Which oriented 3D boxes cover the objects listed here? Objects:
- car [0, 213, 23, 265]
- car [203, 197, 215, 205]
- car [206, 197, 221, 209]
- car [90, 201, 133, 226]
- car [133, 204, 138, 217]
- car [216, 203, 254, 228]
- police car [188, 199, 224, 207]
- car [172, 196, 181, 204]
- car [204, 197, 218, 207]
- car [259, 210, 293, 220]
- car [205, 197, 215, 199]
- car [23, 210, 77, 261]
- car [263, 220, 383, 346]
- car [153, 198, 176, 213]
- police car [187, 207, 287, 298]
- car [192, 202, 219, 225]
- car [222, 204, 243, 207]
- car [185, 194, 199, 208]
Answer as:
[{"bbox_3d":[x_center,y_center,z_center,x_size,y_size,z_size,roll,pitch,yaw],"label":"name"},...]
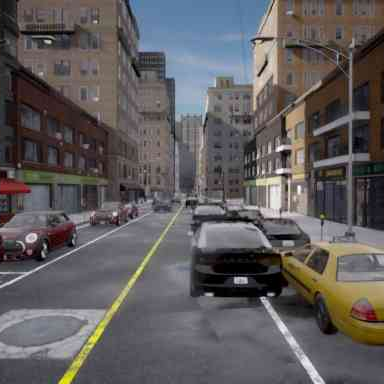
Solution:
[{"bbox_3d":[-5.680,1.313,6.360,2.192,1.841,5.009,-1,0,0],"label":"car"},{"bbox_3d":[2.866,1.544,56.633,1.802,1.307,4.206,-1,0,0],"label":"car"},{"bbox_3d":[2.864,1.499,45.631,1.752,1.417,4.829,-1,0,0],"label":"car"},{"bbox_3d":[-5.679,1.431,23.117,1.967,1.590,4.097,-1,0,0],"label":"car"},{"bbox_3d":[-5.678,1.570,28.703,1.802,1.307,4.206,-1,0,0],"label":"car"},{"bbox_3d":[2.860,1.542,23.118,2.008,1.369,4.403,-1,0,0],"label":"car"},{"bbox_3d":[0.898,1.418,18.698,1.930,1.638,5.238,0,0,0],"label":"police car"},{"bbox_3d":[-3.003,1.504,62.328,2.033,1.411,5.357,0,0,0],"label":"car"},{"bbox_3d":[2.865,1.534,51.047,1.947,1.339,4.313,-1,0,0],"label":"car"},{"bbox_3d":[2.857,1.562,11.946,1.947,1.339,4.313,-1,0,0],"label":"car"},{"bbox_3d":[2.863,1.530,39.875,2.008,1.369,4.403,-1,0,0],"label":"car"},{"bbox_3d":[-5.679,1.436,11.946,1.967,1.590,4.097,-1,0,0],"label":"car"},{"bbox_3d":[2.856,1.523,6.530,1.752,1.417,4.829,-1,0,0],"label":"car"},{"bbox_3d":[-3.099,1.583,36.328,1.895,1.301,4.718,0,0,0],"label":"car"},{"bbox_3d":[0.899,1.422,8.697,1.930,1.638,5.238,0,0,0],"label":"police car"},{"bbox_3d":[0.898,1.516,24.588,1.812,1.442,4.674,0,0,0],"label":"car"},{"bbox_3d":[2.858,1.559,17.532,1.947,1.339,4.313,-1,0,0],"label":"car"},{"bbox_3d":[0.033,1.449,48.424,1.882,1.535,5.008,0,0,0],"label":"car"}]
